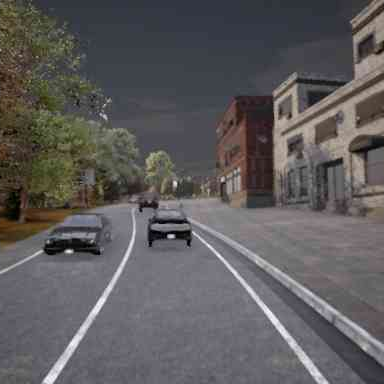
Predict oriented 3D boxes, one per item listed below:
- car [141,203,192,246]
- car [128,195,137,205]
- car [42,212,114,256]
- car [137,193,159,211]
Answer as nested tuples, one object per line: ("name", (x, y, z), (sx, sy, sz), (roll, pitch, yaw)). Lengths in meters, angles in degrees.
("car", (-1.114, 1.508, 15.356), (2.128, 1.511, 4.902), (1, 0, -7))
("car", (-9.328, 1.297, 55.715), (2.128, 1.511, 4.902), (-1, 0, 4))
("car", (-4.283, 1.540, 13.418), (2.033, 1.411, 5.357), (0, 0, -7))
("car", (-5.001, 1.138, 38.563), (2.150, 2.045, 5.566), (1, 0, -9))
